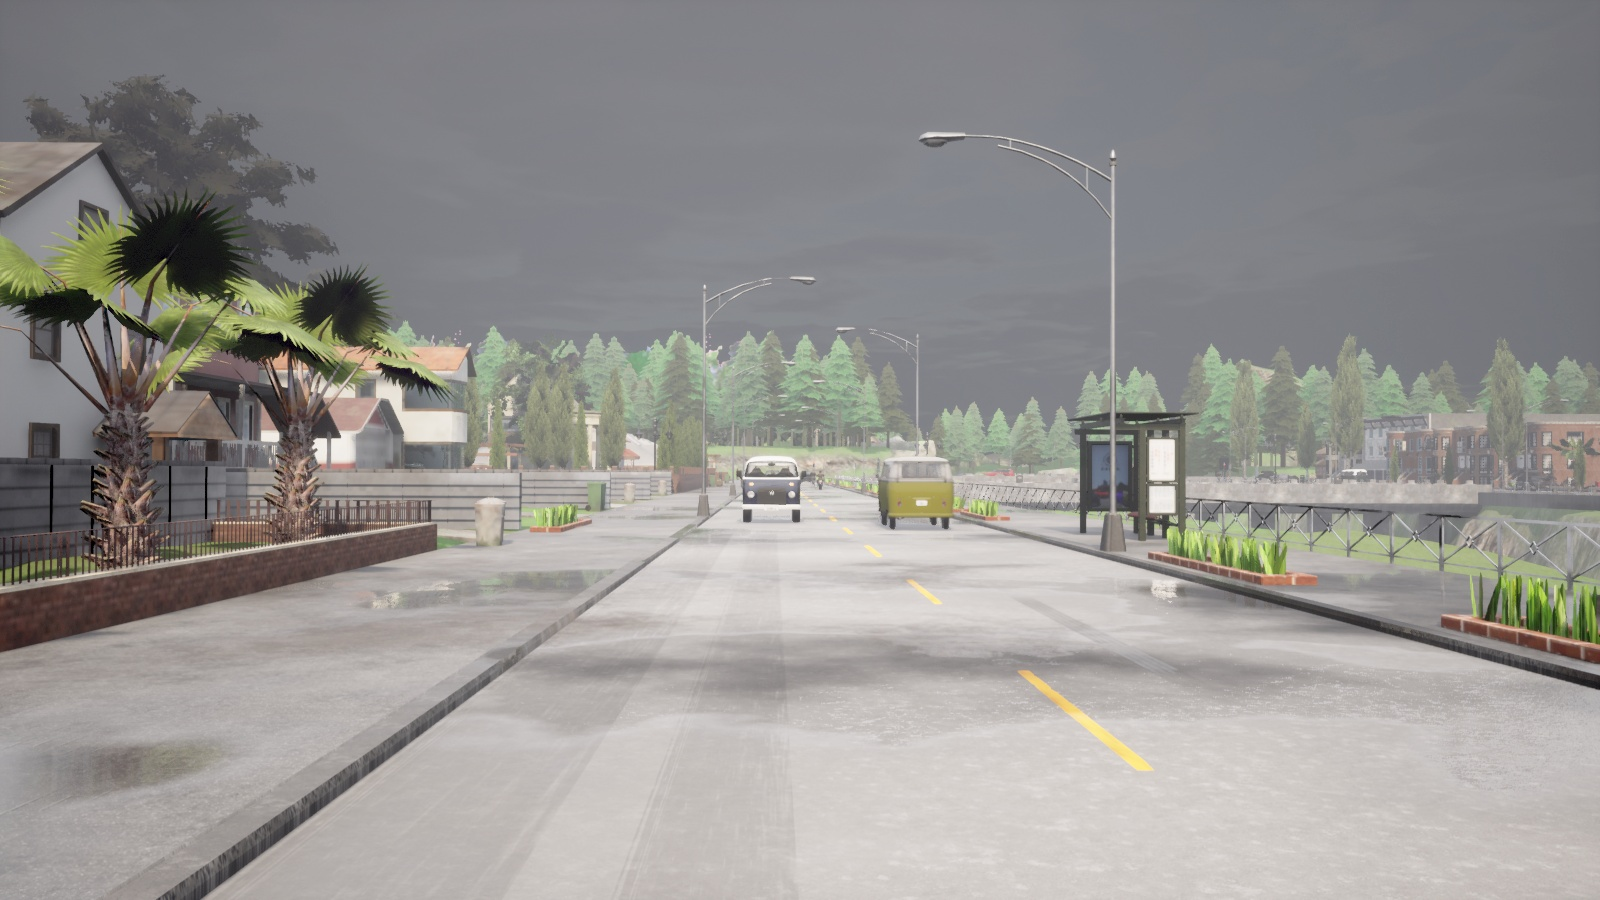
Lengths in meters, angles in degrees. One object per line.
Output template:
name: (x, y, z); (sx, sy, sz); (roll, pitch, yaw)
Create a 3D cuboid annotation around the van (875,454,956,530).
van: (3.202, 1.150, 35.546); (1.775, 1.987, 4.442); (0, -1, -1)

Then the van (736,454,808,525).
van: (-0.863, 1.189, 38.665); (2.069, 2.038, 4.480); (0, -1, -1)
